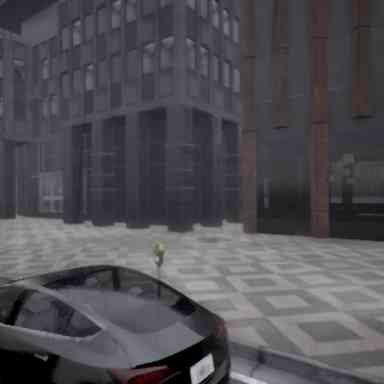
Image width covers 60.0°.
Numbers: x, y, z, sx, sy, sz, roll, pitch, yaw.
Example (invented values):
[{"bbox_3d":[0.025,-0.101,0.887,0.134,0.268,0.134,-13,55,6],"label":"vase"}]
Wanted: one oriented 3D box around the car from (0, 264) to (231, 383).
[{"bbox_3d":[-1.603,1.602,4.104,4.313,1.339,1.947,-1,0,35],"label":"car"}]
